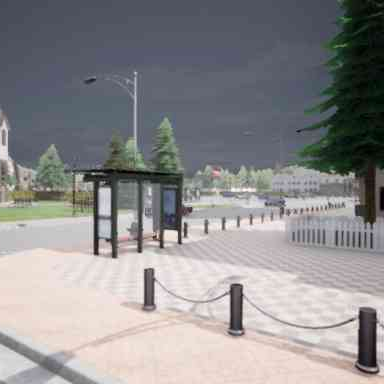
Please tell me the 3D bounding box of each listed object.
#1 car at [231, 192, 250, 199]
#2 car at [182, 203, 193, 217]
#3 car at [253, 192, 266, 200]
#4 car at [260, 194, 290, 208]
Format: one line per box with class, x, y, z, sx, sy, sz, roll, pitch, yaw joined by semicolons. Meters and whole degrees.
car;12.950;1.158;85.902;3.806;1.475;1.970;0;0;35
car;-1.967;1.484;27.784;1.895;1.301;4.718;0;0;35
car;17.309;1.191;79.197;3.633;1.501;1.845;0;0;35
car;11.847;1.390;47.307;1.837;1.490;4.892;0;0;36
